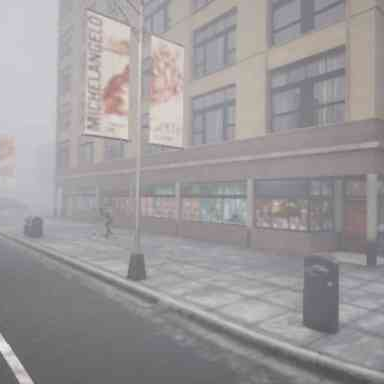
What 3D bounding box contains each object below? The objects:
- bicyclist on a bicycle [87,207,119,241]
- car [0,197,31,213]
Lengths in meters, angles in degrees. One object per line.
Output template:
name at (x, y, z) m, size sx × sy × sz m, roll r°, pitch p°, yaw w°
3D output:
bicyclist on a bicycle at (-4.318, 1.559, 16.257) m, size 1.656 × 1.620 × 0.582 m, roll 1°, pitch -1°, yaw -40°
car at (-24.381, 1.700, 43.950) m, size 2.150 × 2.045 × 5.566 m, roll -1°, pitch -2°, yaw 36°
